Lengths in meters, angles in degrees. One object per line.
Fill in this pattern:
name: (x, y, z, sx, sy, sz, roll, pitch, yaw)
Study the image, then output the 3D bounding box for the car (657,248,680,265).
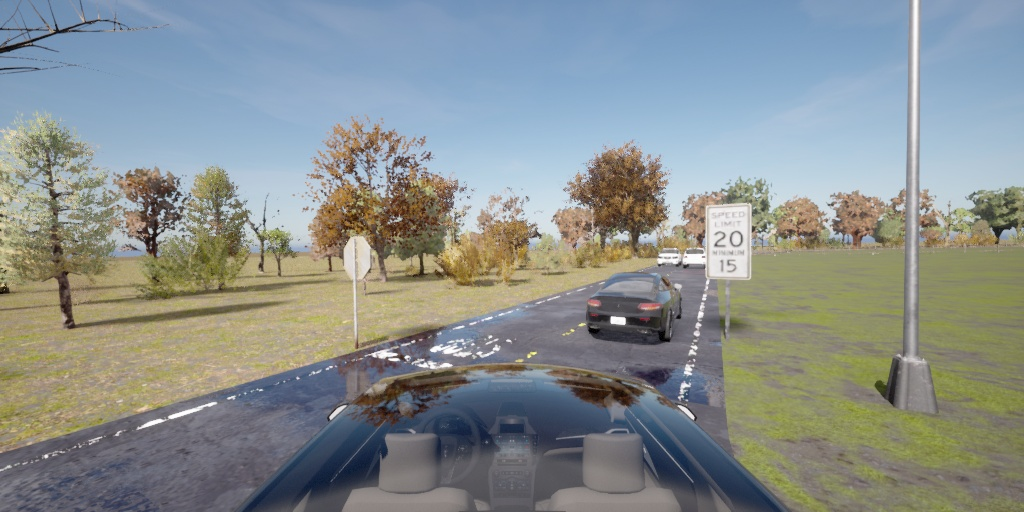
car: (18.259, 0.131, 41.402, 2.150, 2.045, 5.566, 0, 1, 30)

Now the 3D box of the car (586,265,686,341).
car: (3.336, 1.136, 9.449, 1.812, 1.442, 4.674, 0, 1, 30)

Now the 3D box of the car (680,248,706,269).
car: (18.948, 0.208, 36.927, 2.150, 2.045, 5.566, 0, 1, 30)
